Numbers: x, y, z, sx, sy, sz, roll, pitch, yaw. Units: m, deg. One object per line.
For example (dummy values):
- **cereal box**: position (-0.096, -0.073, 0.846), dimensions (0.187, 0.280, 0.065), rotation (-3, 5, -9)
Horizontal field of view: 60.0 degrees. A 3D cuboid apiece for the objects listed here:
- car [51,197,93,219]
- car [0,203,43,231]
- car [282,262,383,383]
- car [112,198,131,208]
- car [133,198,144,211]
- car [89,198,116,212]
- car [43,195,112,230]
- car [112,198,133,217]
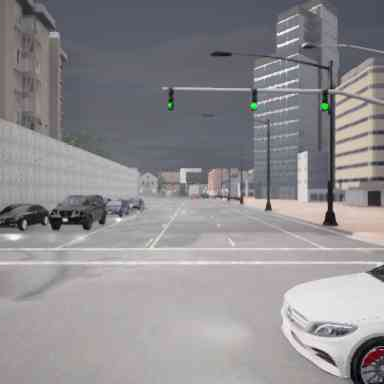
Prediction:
- **car**: position (-10.596, 1.339, 29.808), dimensions (2.097, 1.767, 4.553), rotation (0, 0, 0)
- **car**: position (-10.598, 1.496, 20.740), dimensions (1.837, 1.490, 4.892), rotation (0, 0, 0)
- **car**: position (3.608, 1.530, 4.456), dimensions (4.674, 1.442, 1.812), rotation (0, 0, 0)
- **car**: position (-10.546, 1.579, 50.137), dimensions (1.895, 1.301, 4.718), rotation (0, 0, 1)
- **car**: position (-7.086, 1.473, 41.353), dimensions (2.128, 1.511, 4.902), rotation (0, 0, 0)
- **car**: position (-10.589, 1.487, 39.626), dimensions (1.837, 1.490, 4.892), rotation (0, 0, 0)
- **car**: position (-7.094, 1.212, 21.370), dimensions (2.150, 2.045, 5.566), rotation (0, 0, 0)
- **car**: position (-7.095, 1.512, 31.011), dimensions (1.812, 1.442, 4.674), rotation (0, 0, 0)
